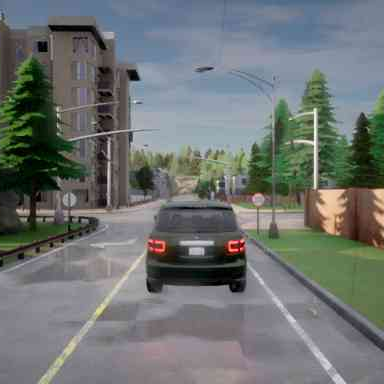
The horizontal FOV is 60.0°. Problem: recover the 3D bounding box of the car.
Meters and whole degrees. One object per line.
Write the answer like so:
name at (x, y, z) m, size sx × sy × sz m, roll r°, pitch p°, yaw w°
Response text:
car at (0.093, 1.221, 9.018) m, size 2.150 × 2.045 × 5.566 m, roll 0°, pitch 0°, yaw 0°
